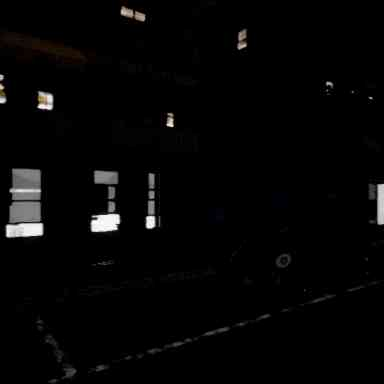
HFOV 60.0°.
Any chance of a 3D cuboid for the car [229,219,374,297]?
[{"bbox_3d":[2.884,1.473,8.619,4.097,1.590,1.967,0,0,-36],"label":"car"}]
